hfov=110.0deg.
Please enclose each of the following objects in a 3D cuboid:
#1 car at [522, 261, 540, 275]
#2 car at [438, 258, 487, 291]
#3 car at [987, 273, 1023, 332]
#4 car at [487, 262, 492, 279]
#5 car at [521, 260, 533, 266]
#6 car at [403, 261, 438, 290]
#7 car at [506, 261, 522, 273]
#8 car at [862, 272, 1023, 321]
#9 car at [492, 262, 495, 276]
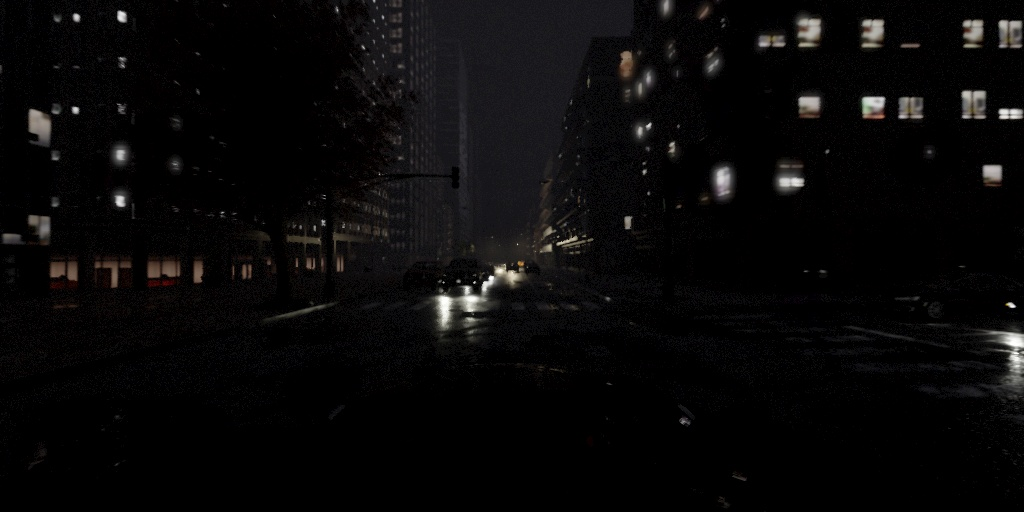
[{"bbox_3d":[2.676,1.665,46.099,1.948,1.339,4.313,0,0,0],"label":"car"},{"bbox_3d":[-3.106,1.141,23.641,2.150,2.045,5.566,0,-1,0],"label":"car"},{"bbox_3d":[15.252,1.115,8.477,5.357,1.411,2.033,-1,0,-1],"label":"car"},{"bbox_3d":[-3.110,1.523,33.519,1.812,1.442,4.674,0,0,0],"label":"car"},{"bbox_3d":[2.675,1.670,51.791,1.751,1.417,4.829,0,0,0],"label":"car"},{"bbox_3d":[-5.698,1.237,24.006,2.192,1.841,5.009,0,0,0],"label":"car"},{"bbox_3d":[0.085,1.648,52.933,2.128,1.511,4.902,0,0,0],"label":"car"},{"bbox_3d":[13.432,1.160,11.042,4.403,1.370,2.007,0,0,-1],"label":"car"},{"bbox_3d":[-3.103,1.681,43.822,1.895,1.301,4.718,0,0,0],"label":"car"}]
